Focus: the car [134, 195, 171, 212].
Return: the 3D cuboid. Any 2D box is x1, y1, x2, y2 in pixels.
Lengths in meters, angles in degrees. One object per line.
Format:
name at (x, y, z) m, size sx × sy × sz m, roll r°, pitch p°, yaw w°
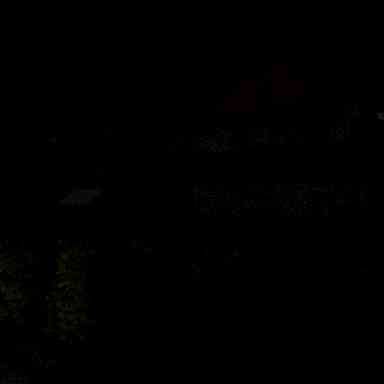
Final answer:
car at (-4.353, 1.357, 39.900) m, size 2.150 × 2.045 × 5.566 m, roll 0°, pitch 0°, yaw 37°
